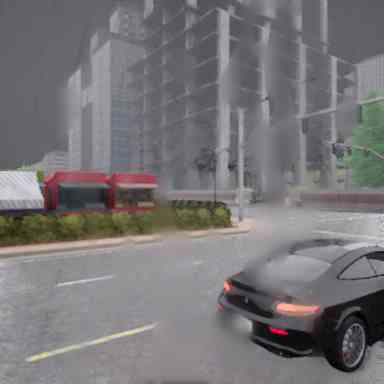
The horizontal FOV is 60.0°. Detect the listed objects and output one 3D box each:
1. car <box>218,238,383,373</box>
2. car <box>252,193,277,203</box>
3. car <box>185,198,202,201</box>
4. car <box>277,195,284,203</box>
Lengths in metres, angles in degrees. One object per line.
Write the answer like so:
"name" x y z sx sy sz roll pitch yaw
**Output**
"car" 2.543 1.516 5.590 4.674 1.442 1.812 0 0 -35
"car" 12.359 1.036 58.642 1.905 1.878 3.866 0 0 -36
"car" 0.194 1.386 35.066 1.882 1.535 5.008 0 0 -36
"car" 14.751 1.031 60.353 1.905 1.878 3.866 0 0 -36
